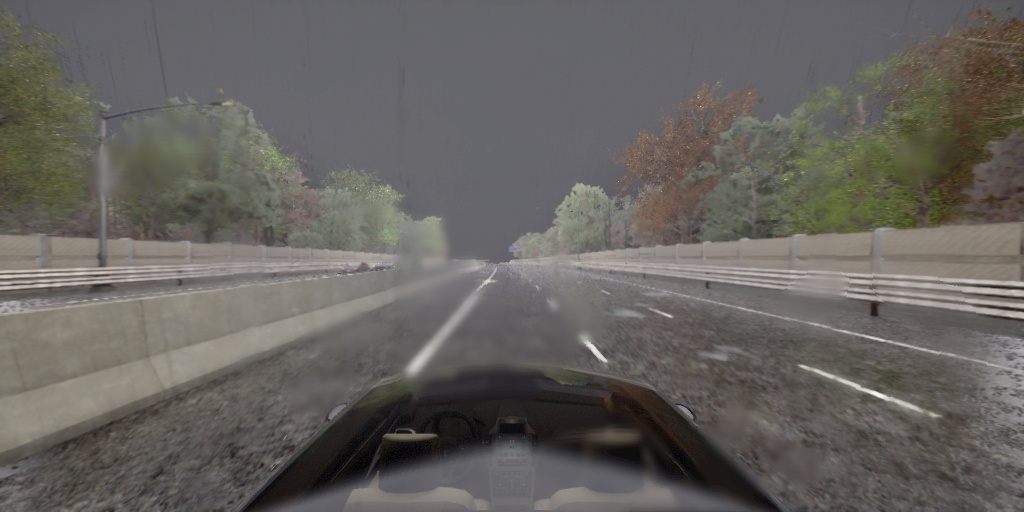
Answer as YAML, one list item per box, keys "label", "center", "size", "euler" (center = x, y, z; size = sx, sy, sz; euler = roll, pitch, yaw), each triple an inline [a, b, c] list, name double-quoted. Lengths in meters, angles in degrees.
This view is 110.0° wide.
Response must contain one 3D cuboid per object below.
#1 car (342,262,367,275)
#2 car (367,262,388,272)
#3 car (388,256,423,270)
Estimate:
- label: "car"
  center: [-17.998, 1.379, 41.752]
  size: [1.812, 1.442, 4.674]
  euler: [0, 0, -1]
- label: "car"
  center: [-14.488, 1.395, 41.553]
  size: [2.033, 1.411, 5.357]
  euler: [0, 0, -1]
- label: "car"
  center: [-10.935, 1.038, 38.025]
  size: [2.150, 2.045, 5.566]
  euler: [0, 0, -1]
